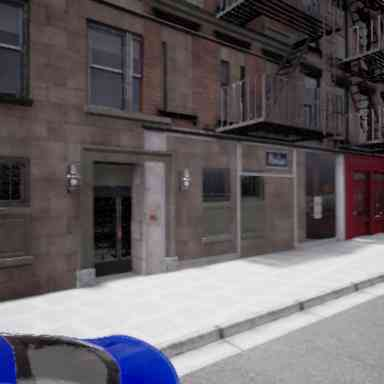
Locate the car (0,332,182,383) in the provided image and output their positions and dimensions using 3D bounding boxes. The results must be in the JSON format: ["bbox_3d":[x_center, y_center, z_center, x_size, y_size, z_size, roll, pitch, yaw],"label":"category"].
[{"bbox_3d":[-2.053,1.556,1.266,4.674,1.442,1.812,-1,0,-36],"label":"car"}]
